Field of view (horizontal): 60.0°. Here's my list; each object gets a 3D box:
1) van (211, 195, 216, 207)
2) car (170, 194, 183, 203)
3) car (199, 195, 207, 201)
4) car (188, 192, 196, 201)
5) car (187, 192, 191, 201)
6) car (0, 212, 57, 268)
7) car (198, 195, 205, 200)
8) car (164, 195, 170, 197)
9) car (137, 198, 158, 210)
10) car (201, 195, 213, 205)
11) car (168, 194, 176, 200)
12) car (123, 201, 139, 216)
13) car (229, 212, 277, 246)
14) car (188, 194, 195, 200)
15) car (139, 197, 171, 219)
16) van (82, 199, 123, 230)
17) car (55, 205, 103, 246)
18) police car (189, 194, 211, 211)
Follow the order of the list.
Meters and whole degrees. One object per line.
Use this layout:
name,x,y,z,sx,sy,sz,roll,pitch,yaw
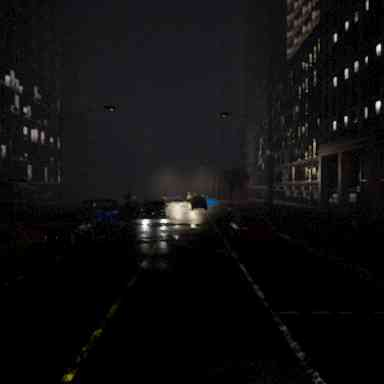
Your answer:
van,2.655,1.311,48.806,1.690,1.788,3.998,-1,0,0
car,-3.027,1.444,70.678,1.882,1.535,5.008,0,0,0
car,2.646,1.502,82.726,1.752,1.417,4.829,-1,0,0
car,0.870,1.322,50.903,2.097,1.767,4.553,0,0,0
car,-0.029,1.075,76.174,2.150,2.045,5.566,0,0,0
car,-5.706,1.516,9.257,1.752,1.417,4.829,-1,0,0
car,2.643,1.548,93.804,1.947,1.339,4.313,-1,0,0
car,-5.729,1.523,71.302,2.008,1.369,4.403,-1,0,0
car,-5.718,1.522,43.177,2.008,1.369,4.403,-1,0,0
car,2.653,1.410,60.055,1.967,1.590,4.097,-1,0,0
car,-5.740,1.423,93.802,1.967,1.590,4.097,-1,0,0
car,-5.714,1.520,31.926,1.887,1.381,4.507,-1,0,0
car,2.673,1.568,15.056,1.802,1.307,4.206,-1,0,0
car,-0.034,1.316,90.965,1.882,1.535,5.008,0,0,0
car,-3.107,1.481,29.095,1.837,1.490,4.892,0,0,0
van,-5.713,1.323,20.676,1.690,1.788,3.998,-1,0,0
car,-5.707,1.531,15.052,1.887,1.381,4.507,-1,0,0
police car,0.884,1.397,41.039,1.930,1.638,5.238,0,0,0
